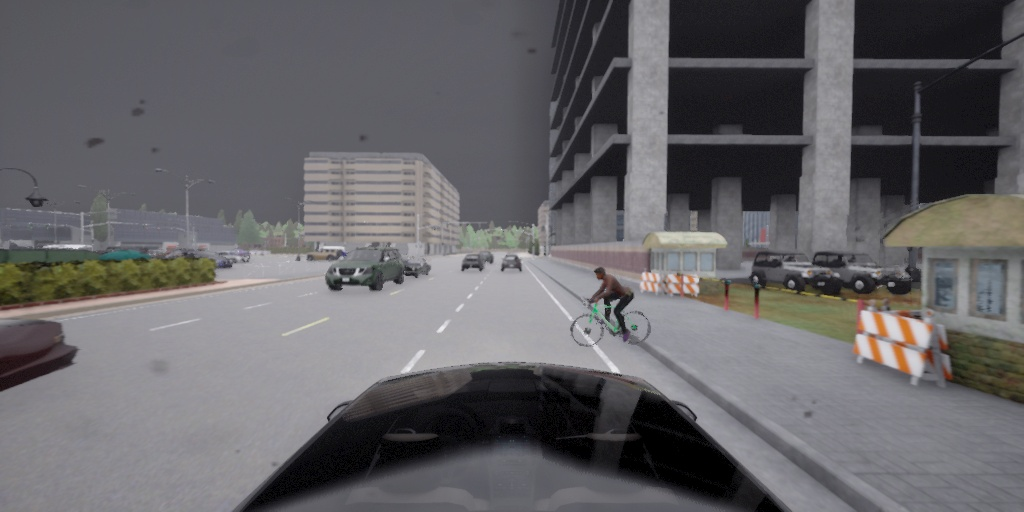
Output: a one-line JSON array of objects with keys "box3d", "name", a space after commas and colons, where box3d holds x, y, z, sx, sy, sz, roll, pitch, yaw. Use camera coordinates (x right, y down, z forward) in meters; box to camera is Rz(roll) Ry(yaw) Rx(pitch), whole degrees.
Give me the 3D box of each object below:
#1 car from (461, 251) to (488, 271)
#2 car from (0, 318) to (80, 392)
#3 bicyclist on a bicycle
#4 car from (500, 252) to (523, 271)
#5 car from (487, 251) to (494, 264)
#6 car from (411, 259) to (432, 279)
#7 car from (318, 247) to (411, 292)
[{"box3d": [-3.532, 0.581, 33.321, 1.837, 1.490, 4.892, 0, 1, 0], "name": "car"}, {"box3d": [-7.100, 1.234, 2.637, 2.033, 1.411, 5.357, 0, 1, 0], "name": "car"}, {"box3d": [1.993, 1.036, 7.334, 1.656, 1.620, 0.582, -4, 1, 0], "name": "bicyclist on a bicycle"}, {"box3d": [-0.030, 0.621, 33.468, 1.812, 1.442, 4.674, 0, 1, 0], "name": "car"}, {"box3d": [-3.576, 0.108, 48.921, 2.097, 1.767, 4.553, 0, 1, 0], "name": "car"}, {"box3d": [-7.067, 0.872, 25.278, 1.895, 1.301, 4.718, 0, 1, 0], "name": "car"}, {"box3d": [-7.140, 0.584, 18.167, 2.150, 2.045, 5.566, 0, 2, 0], "name": "car"}]
